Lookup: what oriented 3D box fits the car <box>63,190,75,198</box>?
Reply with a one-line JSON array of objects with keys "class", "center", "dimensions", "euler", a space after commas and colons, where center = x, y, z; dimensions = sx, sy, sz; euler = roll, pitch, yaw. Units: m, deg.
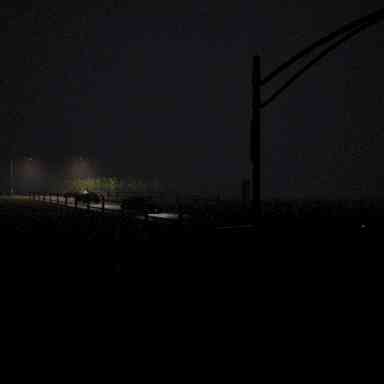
[{"class": "car", "center": [-22.528, 0.355, 62.022], "dimensions": [1.882, 1.535, 5.008], "euler": [0, 1, -35]}]

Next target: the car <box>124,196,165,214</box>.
[{"class": "car", "center": [-4.439, 1.065, 29.540], "dimensions": [2.033, 1.411, 5.357], "euler": [0, 1, -35]}]

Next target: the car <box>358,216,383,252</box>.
[{"class": "car", "center": [8.190, 1.454, 11.379], "dimensions": [1.812, 1.442, 4.674], "euler": [0, 1, -35]}]

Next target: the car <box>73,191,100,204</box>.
[{"class": "car", "center": [-13.192, 0.843, 42.146], "dimensions": [1.895, 1.301, 4.718], "euler": [0, 1, -35]}]
